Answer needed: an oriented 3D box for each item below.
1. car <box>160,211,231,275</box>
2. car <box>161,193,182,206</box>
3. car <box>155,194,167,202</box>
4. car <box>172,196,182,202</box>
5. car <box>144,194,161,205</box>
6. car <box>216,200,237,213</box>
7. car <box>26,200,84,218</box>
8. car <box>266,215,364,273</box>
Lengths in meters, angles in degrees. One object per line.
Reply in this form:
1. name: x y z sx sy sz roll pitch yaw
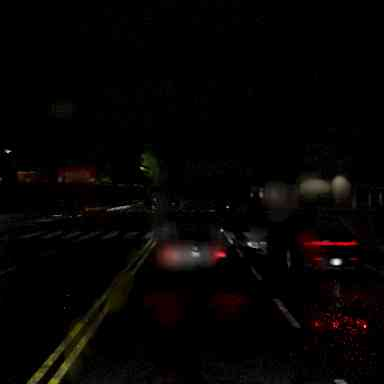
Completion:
1. car: 0.060 1.531 10.302 2.033 1.411 5.357 0 0 0
2. car: -3.308 1.135 55.056 2.150 2.045 5.566 0 0 2
3. car: -6.605 1.245 70.667 2.097 1.767 4.553 0 0 1
4. car: -3.111 1.485 70.420 1.895 1.301 4.718 0 0 1
5. car: -6.815 1.420 55.145 1.837 1.490 4.892 0 0 1
6. car: 3.673 1.507 36.154 1.994 1.385 4.181 0 0 1
7. car: -11.970 1.438 29.109 4.902 1.511 2.128 0 0 7
8. car: 3.624 1.486 10.592 1.837 1.490 4.892 0 0 2
